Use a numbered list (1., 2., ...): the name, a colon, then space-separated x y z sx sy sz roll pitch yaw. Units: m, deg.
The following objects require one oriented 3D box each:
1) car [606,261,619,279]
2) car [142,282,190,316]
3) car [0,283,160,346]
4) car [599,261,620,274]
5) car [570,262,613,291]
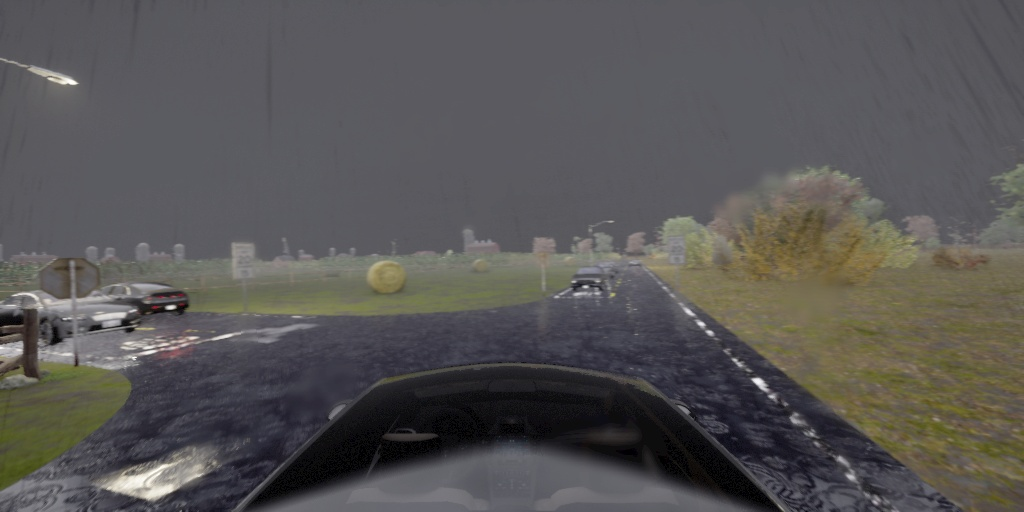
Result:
1. car: 8.375 1.267 32.722 2.128 1.511 4.902 -2 -1 19
2. car: -15.730 1.847 14.851 4.892 1.490 1.837 -2 0 18
3. car: -13.991 1.779 11.185 4.902 1.511 2.128 -2 0 18
4. car: 11.680 1.313 42.553 2.033 1.411 5.357 -2 -1 19
5. car: 4.951 1.337 22.518 2.033 1.411 5.357 -2 -1 19
